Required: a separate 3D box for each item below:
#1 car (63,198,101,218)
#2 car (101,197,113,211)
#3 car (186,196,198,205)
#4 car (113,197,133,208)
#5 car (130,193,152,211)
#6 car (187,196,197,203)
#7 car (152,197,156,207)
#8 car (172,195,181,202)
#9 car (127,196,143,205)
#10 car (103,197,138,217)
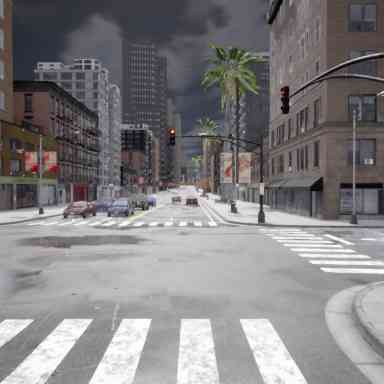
[{"bbox_3d":[-9.903,1.516,29.753,1.812,1.442,4.674,0,0,0],"label":"car"},{"bbox_3d":[-9.918,1.338,38.745,2.097,1.767,4.553,0,0,0],"label":"car"},{"bbox_3d":[-0.007,1.444,56.251,1.882,1.535,5.008,0,0,0],"label":"car"},{"bbox_3d":[-9.936,1.456,48.045,1.882,1.535,5.008,0,0,0],"label":"car"},{"bbox_3d":[-6.671,1.206,41.230,2.150,2.045,5.566,0,0,0],"label":"car"},{"bbox_3d":[-0.061,1.496,71.401,1.994,1.385,4.181,0,0,0],"label":"car"},{"bbox_3d":[-6.684,1.451,51.671,1.882,1.535,5.008,0,0,0],"label":"car"},{"bbox_3d":[-3.301,1.433,70.931,2.128,1.511,4.902,0,0,0],"label":"car"},{"bbox_3d":[-9.922,1.440,58.547,1.882,1.535,5.008,0,0,0],"label":"car"},{"bbox_3d":[-6.660,1.515,31.538,1.812,1.442,4.674,0,0,0],"label":"car"}]
